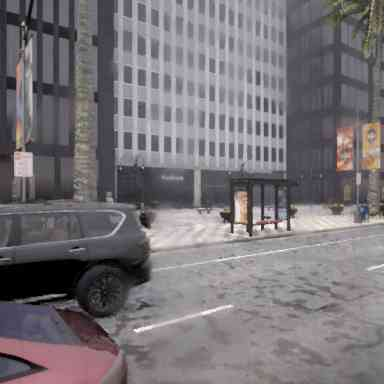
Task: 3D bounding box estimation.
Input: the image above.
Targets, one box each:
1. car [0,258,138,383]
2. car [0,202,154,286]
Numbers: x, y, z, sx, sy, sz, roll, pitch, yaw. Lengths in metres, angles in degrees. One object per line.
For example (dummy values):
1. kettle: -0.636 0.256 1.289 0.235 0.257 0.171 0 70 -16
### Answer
1. car: -2.511 1.564 2.200 4.181 1.385 1.994 0 0 -35
2. car: -3.384 1.221 5.876 5.566 2.045 2.150 0 0 -35
